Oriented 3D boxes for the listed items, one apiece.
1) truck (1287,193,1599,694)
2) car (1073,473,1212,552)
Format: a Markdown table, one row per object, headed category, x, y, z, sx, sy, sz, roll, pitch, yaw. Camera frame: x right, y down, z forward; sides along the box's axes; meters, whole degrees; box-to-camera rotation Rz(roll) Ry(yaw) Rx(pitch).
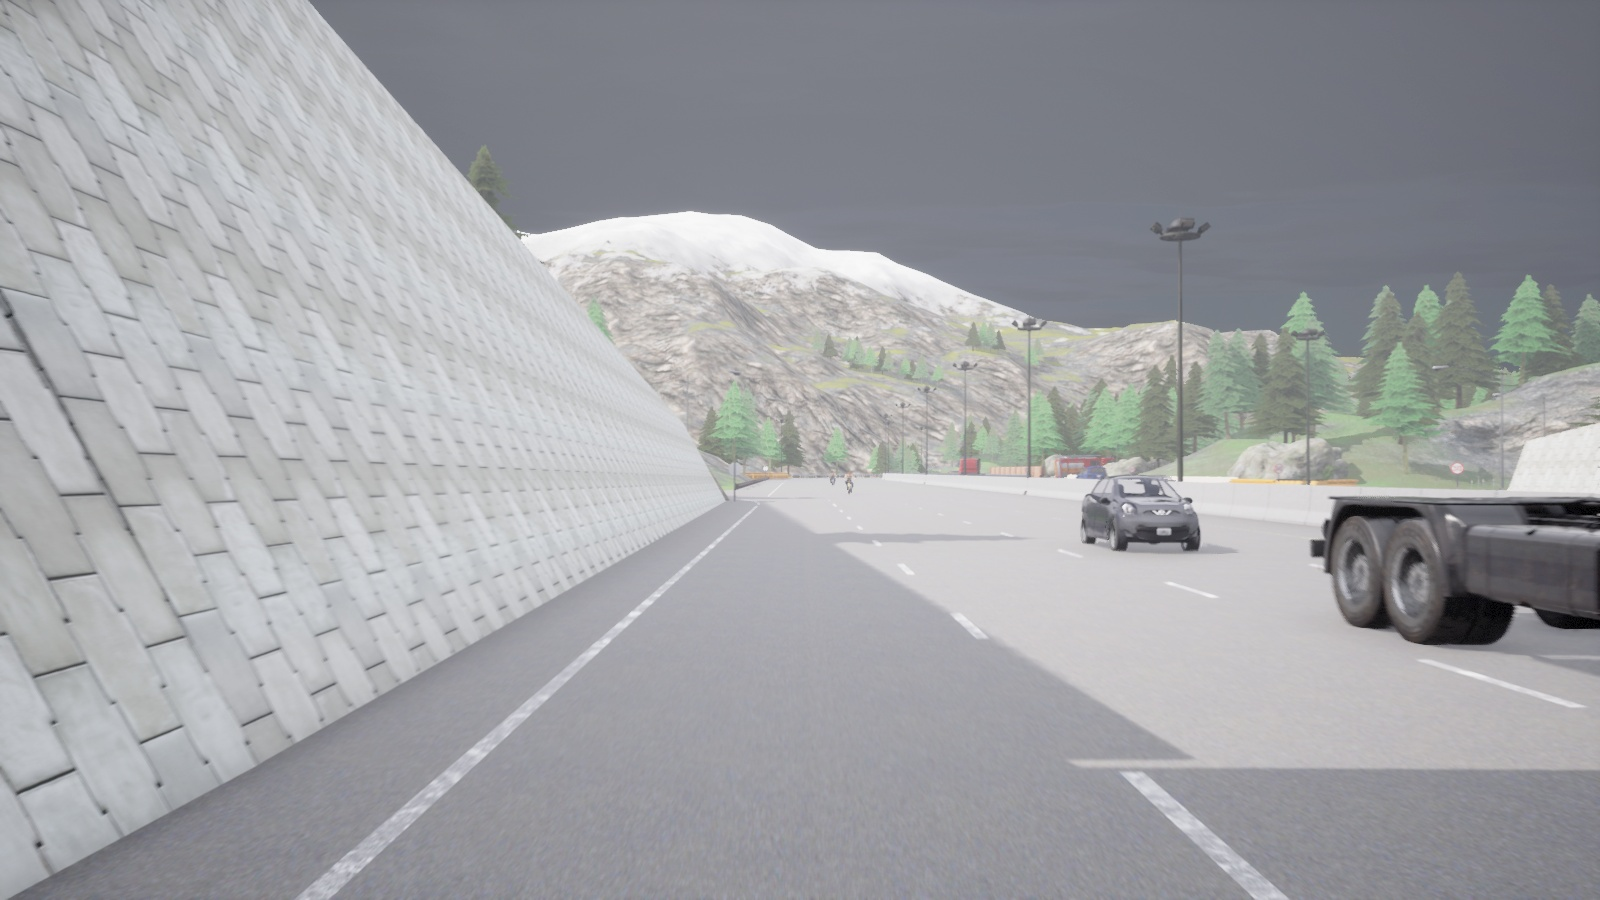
| category | x | y | z | sx | sy | sz | roll | pitch | yaw |
| --- | --- | --- | --- | --- | --- | --- | --- | --- | --- |
| truck | 6.971 | -0.025 | 10.207 | 2.891 | 3.462 | 7.936 | 0 | -1 | 0 |
| car | 6.937 | 1.231 | 25.806 | 1.845 | 1.501 | 3.633 | 0 | -1 | 0 |
